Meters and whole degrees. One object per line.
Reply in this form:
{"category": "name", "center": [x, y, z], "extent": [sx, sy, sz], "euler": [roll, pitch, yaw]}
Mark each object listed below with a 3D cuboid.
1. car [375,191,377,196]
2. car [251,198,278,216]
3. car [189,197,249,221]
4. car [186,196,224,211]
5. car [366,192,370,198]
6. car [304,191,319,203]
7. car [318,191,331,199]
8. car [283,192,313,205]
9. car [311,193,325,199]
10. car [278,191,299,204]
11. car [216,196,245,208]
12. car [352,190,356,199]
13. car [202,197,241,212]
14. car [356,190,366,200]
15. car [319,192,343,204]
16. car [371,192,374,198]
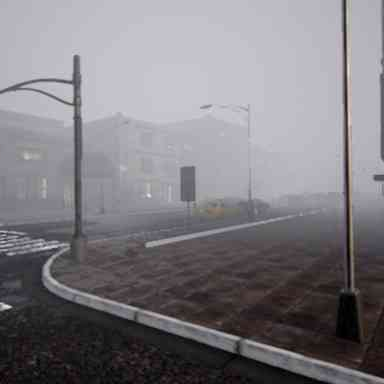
{"category": "car", "center": [40.812, 0.614, 76.833], "extent": [1.887, 1.381, 4.507], "euler": [0, 0, 36]}
{"category": "car", "center": [5.155, 1.179, 27.890], "extent": [2.008, 1.369, 4.403], "euler": [0, 0, 36]}
{"category": "car", "center": [1.997, 1.204, 23.555], "extent": [1.752, 1.417, 4.829], "euler": [0, 0, 36]}
{"category": "car", "center": [1.541, 1.225, 37.159], "extent": [1.752, 1.417, 4.829], "euler": [0, 0, 36]}
{"category": "car", "center": [34.472, 0.733, 68.141], "extent": [1.947, 1.339, 4.313], "euler": [0, 0, 36]}
{"category": "car", "center": [19.584, 0.909, 52.282], "extent": [1.837, 1.490, 4.892], "euler": [-1, 0, 36]}
{"category": "car", "center": [30.957, 0.679, 77.548], "extent": [1.967, 1.590, 4.097], "euler": [0, 0, 36]}
{"category": "car", "center": [14.390, 1.050, 45.054], "extent": [1.994, 1.385, 4.181], "euler": [-1, 0, 36]}
{"category": "car", "center": [27.700, 0.871, 73.076], "extent": [1.802, 1.307, 4.206], "euler": [0, 0, 36]}
{"category": "car", "center": [14.216, 1.062, 50.006], "extent": [1.812, 1.442, 4.674], "euler": [-1, 0, 36]}
{"category": "car", "center": [4.899, 1.229, 41.770], "extent": [1.802, 1.307, 4.206], "euler": [0, 0, 36]}
{"category": "car", "center": [24.610, 0.824, 53.841], "extent": [1.837, 1.490, 4.892], "euler": [-1, 0, 36]}
{"category": "car", "center": [3.183, 1.270, 35.024], "extent": [1.895, 1.301, 4.718], "euler": [-1, 0, 36]}
{"category": "car", "center": [31.212, 0.532, 63.667], "extent": [2.192, 1.841, 5.009], "euler": [0, 0, 36]}
{"category": "car", "center": [20.484, 0.862, 48.186], "extent": [1.882, 1.535, 5.008], "euler": [-1, 0, 36]}
{"category": "car", "center": [37.729, 0.683, 72.613], "extent": [1.947, 1.339, 4.313], "euler": [0, 0, 36]}
